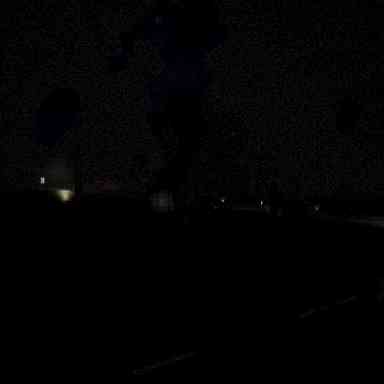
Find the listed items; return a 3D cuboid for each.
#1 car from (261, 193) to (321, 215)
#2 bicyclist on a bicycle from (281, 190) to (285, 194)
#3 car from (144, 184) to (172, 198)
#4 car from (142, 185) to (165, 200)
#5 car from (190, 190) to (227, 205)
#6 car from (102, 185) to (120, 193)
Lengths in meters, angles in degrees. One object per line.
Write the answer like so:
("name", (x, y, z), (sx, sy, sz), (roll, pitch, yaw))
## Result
("car", (7.581, 0.897, 25.821), (2.128, 1.511, 4.902), (0, 2, -35))
("bicyclist on a bicycle", (9.210, 0.666, 33.852), (1.656, 1.620, 0.582), (0, 2, -35))
("car", (-5.050, -0.183, 48.646), (2.097, 1.767, 4.553), (0, 2, -35))
("car", (-4.533, 0.188, 42.850), (2.033, 1.411, 5.357), (0, 2, -35))
("car", (1.587, 0.513, 34.241), (2.128, 1.511, 4.902), (0, 2, -35))
("car", (-15.404, -0.662, 63.186), (1.882, 1.535, 5.008), (0, 2, -36))
